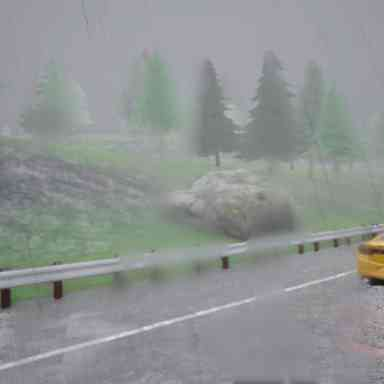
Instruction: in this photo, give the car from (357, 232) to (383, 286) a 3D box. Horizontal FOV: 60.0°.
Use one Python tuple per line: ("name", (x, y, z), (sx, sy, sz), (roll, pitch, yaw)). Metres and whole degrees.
("car", (6.040, 1.479, 8.227), (5.008, 1.535, 1.882), (0, 0, -37))
